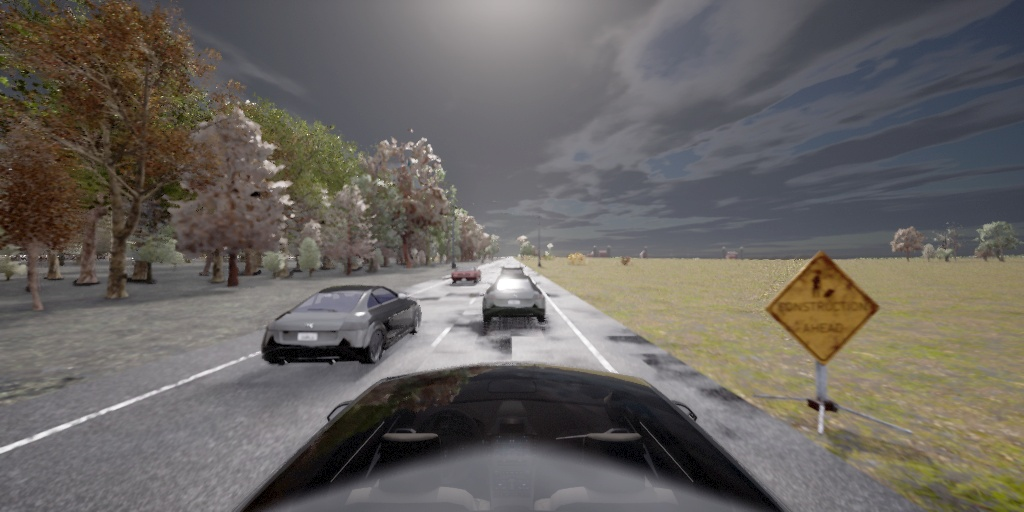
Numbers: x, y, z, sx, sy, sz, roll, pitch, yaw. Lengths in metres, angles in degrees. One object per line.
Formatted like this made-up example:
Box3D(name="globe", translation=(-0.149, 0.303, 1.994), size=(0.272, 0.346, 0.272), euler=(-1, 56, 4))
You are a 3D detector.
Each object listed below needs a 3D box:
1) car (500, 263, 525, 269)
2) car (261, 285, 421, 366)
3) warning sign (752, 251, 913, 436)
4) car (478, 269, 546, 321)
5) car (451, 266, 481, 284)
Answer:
Box3D(name="car", translation=(0.027, 1.309, 29.667), size=(2.128, 1.511, 4.902), euler=(0, 0, 0))
Box3D(name="car", translation=(-3.437, 1.330, 8.050), size=(1.994, 1.385, 4.181), euler=(0, 0, 0))
Box3D(name="warning sign", translation=(3.547, 0.871, 4.103), size=(1.300, 1.860, 1.060), euler=(0, 0, 0))
Box3D(name="car", translation=(0.065, 1.341, 12.567), size=(1.994, 1.385, 4.181), euler=(0, 0, 0))
Box3D(name="car", translation=(-3.469, 1.415, 28.034), size=(1.895, 1.301, 4.718), euler=(0, 0, 0))
